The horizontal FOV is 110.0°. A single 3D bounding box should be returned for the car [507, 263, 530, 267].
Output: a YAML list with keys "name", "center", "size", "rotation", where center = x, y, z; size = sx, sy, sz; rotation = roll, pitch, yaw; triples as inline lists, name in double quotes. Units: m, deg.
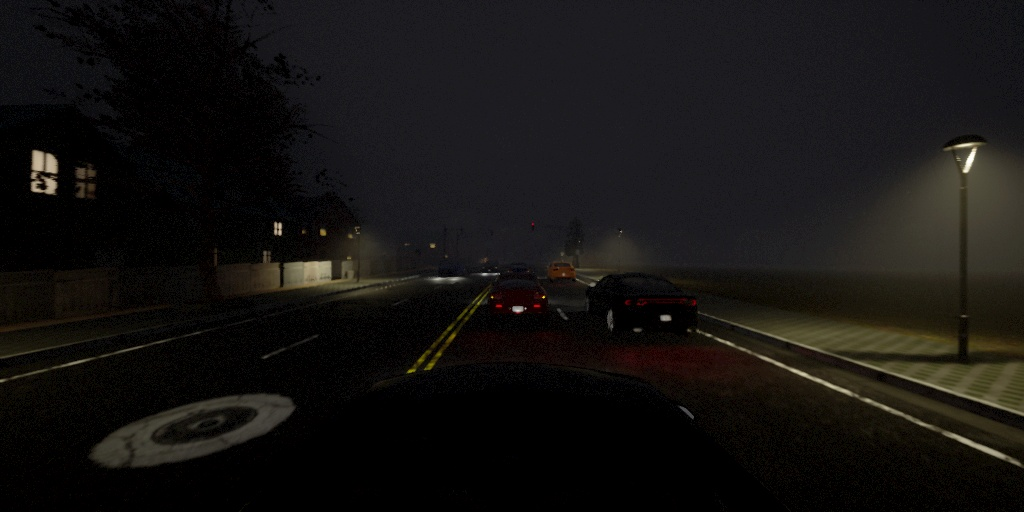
- name: "car"
  center: [0.510, 1.220, 27.715]
  size: [1.812, 1.442, 4.674]
  rotation: [0, 0, 1]

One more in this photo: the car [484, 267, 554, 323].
- name: "car"
  center: [0.188, 1.252, 11.936]
  size: [1.812, 1.442, 4.674]
  rotation: [0, 0, 1]

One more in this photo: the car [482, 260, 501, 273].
- name: "car"
  center: [-2.339, 1.222, 42.051]
  size: [2.033, 1.411, 5.357]
  rotation: [0, 0, 3]

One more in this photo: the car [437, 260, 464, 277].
- name: "car"
  center: [-5.915, 1.162, 35.140]
  size: [1.882, 1.535, 5.008]
  rotation: [0, 0, 2]

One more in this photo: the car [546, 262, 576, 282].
- name: "car"
  center: [3.790, 1.170, 28.217]
  size: [1.882, 1.535, 5.008]
  rotation: [0, 0, 2]

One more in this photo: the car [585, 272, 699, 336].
- name: "car"
  center: [3.420, 1.208, 10.386]
  size: [1.882, 1.535, 5.008]
  rotation: [0, 0, 1]
